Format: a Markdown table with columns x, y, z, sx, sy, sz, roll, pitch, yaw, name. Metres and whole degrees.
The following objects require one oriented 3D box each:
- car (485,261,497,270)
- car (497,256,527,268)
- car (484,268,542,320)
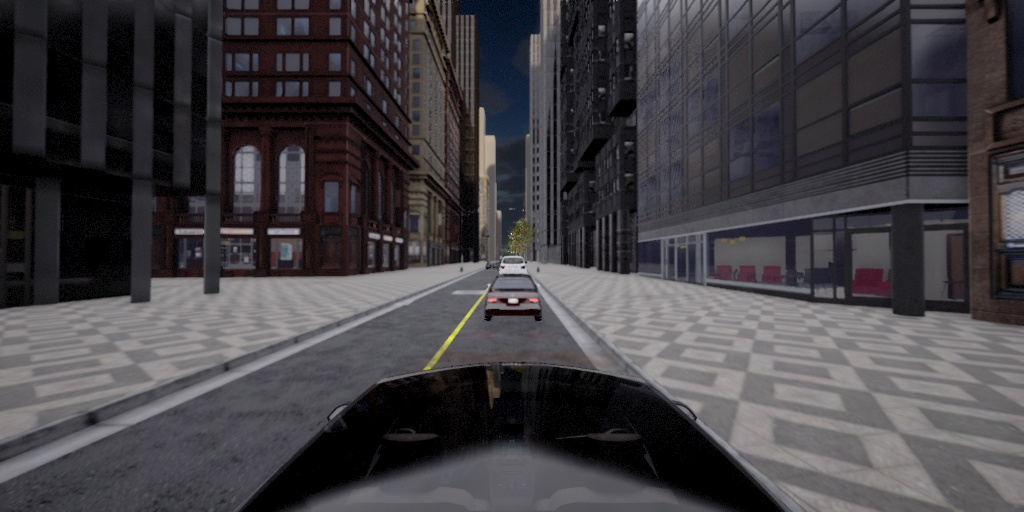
| x | y | z | sx | sy | sz | roll | pitch | yaw | name |
| --- | --- | --- | --- | --- | --- | --- | --- | --- | --- |
| -3.005 | 1.448 | 55.428 | 1.994 | 1.385 | 4.181 | 0 | 0 | 0 | car |
| 0.099 | 1.041 | 30.438 | 2.150 | 2.045 | 5.566 | 0 | 0 | 1 | car |
| 0.056 | 1.324 | 12.711 | 2.033 | 1.411 | 5.357 | 0 | 0 | 1 | car |
